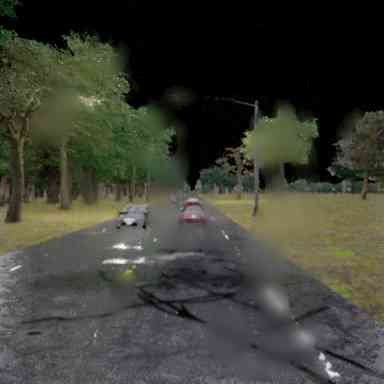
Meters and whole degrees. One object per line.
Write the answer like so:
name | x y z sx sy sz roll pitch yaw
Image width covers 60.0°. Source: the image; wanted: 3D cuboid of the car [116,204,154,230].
car | -3.588 1.517 21.458 2.128 1.511 4.902 0 0 0

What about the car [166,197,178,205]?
car | -3.507 1.567 60.307 1.994 1.385 4.181 0 0 1

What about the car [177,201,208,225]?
car | 0.112 1.591 24.193 1.994 1.385 4.181 0 0 0

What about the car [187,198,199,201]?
car | 0.107 1.501 42.111 1.882 1.535 5.008 0 0 0
